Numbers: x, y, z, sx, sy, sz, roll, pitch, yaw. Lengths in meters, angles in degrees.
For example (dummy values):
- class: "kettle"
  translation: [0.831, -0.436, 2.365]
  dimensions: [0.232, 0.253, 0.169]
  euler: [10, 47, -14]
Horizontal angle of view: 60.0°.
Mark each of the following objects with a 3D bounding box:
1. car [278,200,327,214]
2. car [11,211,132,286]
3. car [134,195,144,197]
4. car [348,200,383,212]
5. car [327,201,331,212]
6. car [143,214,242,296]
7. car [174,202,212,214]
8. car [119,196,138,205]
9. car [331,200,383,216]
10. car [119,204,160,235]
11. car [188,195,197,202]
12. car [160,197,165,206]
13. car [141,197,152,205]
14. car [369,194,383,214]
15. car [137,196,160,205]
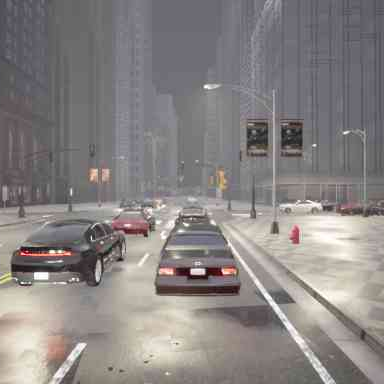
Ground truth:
- class: "car"
  translation: [11.658, 1.602, 35.968]
  dimensions: [4.674, 1.442, 1.812]
  euler: [0, -1, -1]
- class: "car"
  translation: [-3.145, 1.516, 9.381]
  dimensions: [1.837, 1.490, 4.892]
  euler: [0, 0, 0]
- class: "car"
  translation: [-9.779, 1.522, 60.783]
  dimensions: [2.150, 2.045, 5.566]
  euler: [0, 0, 0]
- class: "car"
  translation: [20.850, 1.643, 38.863]
  dimensions: [4.313, 1.339, 1.947]
  euler: [0, 0, -1]
- class: "car"
  translation: [15.210, 1.663, 38.779]
  dimensions: [4.313, 1.339, 1.947]
  euler: [0, 0, -1]
- class: "car"
  translation: [0.112, 1.557, 8.795]
  dimensions: [2.033, 1.411, 5.357]
  euler: [0, 0, 0]
- class: "car"
  translation: [0.058, 1.543, 18.534]
  dimensions: [1.837, 1.490, 4.892]
  euler: [0, 0, 1]
- class: "car"
  translation: [-9.843, 1.734, 50.763]
  dimensions: [1.837, 1.490, 4.892]
  euler: [0, 0, -2]
- class: "car"
  translation: [15.335, 1.577, 30.256]
  dimensions: [4.206, 1.307, 1.802]
  euler: [0, 0, -1]
- class: "car"
  translation: [-3.138, 1.601, 18.282]
  dimensions: [1.994, 1.385, 4.181]
  euler: [0, 0, 0]
- class: "car"
  translation: [0.052, 1.686, 80.671]
  dimensions: [2.150, 2.045, 5.566]
  euler: [0, 0, 0]
- class: "car"
  translation: [-6.532, 1.648, 60.157]
  dimensions: [2.097, 1.767, 4.553]
  euler: [0, 0, 0]
- class: "car"
  translation: [-9.705, 1.905, 71.129]
  dimensions: [1.812, 1.442, 4.674]
  euler: [0, 0, 0]
- class: "car"
  translation: [22.634, 1.263, 36.143]
  dimensions: [5.566, 2.045, 2.150]
  euler: [0, -1, -1]
- class: "car"
  translation: [-6.562, 1.777, 50.875]
  dimensions: [2.033, 1.411, 5.357]
  euler: [0, 0, 0]
